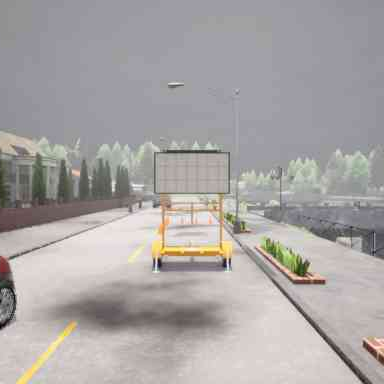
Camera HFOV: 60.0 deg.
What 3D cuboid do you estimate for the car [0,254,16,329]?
[{"bbox_3d":[-4.100,1.352,3.850,2.097,1.767,4.553,0,0,0],"label":"car"}]

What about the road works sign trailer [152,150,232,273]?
[{"bbox_3d":[0.003,0.464,10.659,2.380,3.560,2.880,0,0,0],"label":"road works sign trailer"}]

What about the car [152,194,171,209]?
[{"bbox_3d":[-4.090,1.224,45.632,2.150,2.045,5.566,0,0,0],"label":"car"}]
